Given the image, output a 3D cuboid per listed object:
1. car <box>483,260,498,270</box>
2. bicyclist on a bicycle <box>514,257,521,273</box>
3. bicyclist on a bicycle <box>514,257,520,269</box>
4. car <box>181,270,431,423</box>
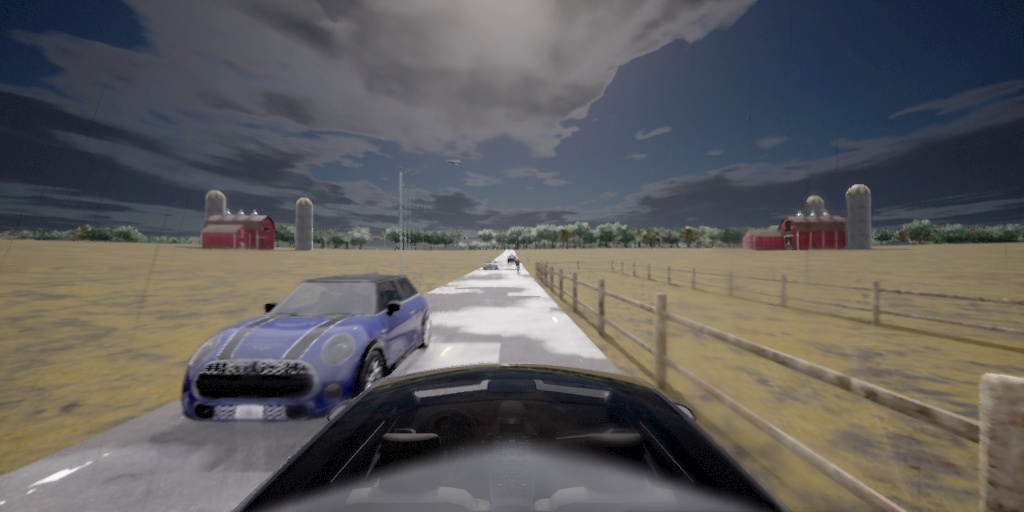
[{"bbox_3d":[-2.829,1.186,47.831,1.895,1.301,4.718,0,1,0],"label":"car"},{"bbox_3d":[0.735,1.104,41.387,0.582,1.620,1.656,0,0,0],"label":"bicyclist on a bicycle"},{"bbox_3d":[0.716,0.977,51.587,0.866,1.612,1.509,0,1,0],"label":"bicyclist on a bicycle"},{"bbox_3d":[-2.851,1.110,6.144,2.097,1.767,4.553,0,0,0],"label":"car"}]
